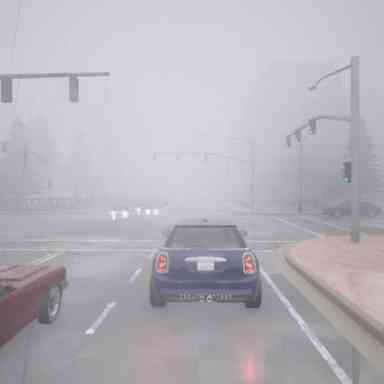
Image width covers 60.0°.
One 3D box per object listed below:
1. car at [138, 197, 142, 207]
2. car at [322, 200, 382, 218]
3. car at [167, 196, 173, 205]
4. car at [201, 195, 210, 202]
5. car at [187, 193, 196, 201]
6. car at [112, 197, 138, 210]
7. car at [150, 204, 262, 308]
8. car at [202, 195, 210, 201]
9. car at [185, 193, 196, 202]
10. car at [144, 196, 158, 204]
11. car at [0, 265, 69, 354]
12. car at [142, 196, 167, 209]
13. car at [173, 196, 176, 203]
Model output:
[{"bbox_3d":[-8.347,1.482,51.835,2.128,1.511,4.902,0,0,2],"label":"car"},{"bbox_3d":[14.115,1.499,29.515,4.892,1.490,1.837,0,0,4],"label":"car"},{"bbox_3d":[-4.715,1.468,55.156,1.882,1.535,5.008,0,0,2],"label":"car"},{"bbox_3d":[3.076,1.536,73.619,1.994,1.385,4.181,0,0,2],"label":"car"},{"bbox_3d":[-0.092,1.208,82.486,2.150,2.045,5.566,0,0,2],"label":"car"},{"bbox_3d":[-8.705,1.593,42.530,1.895,1.301,4.718,0,0,2],"label":"car"},{"bbox_3d":[0.305,1.351,8.090,2.097,1.767,4.553,0,0,2],"label":"car"},{"bbox_3d":[3.404,1.460,82.324,1.882,1.535,5.008,0,0,2],"label":"car"},{"bbox_3d":[-0.459,1.507,72.755,1.812,1.442,4.674,0,0,2],"label":"car"},{"bbox_3d":[-7.845,1.494,63.968,1.837,1.490,4.892,0,0,3],"label":"car"},{"bbox_3d":[-3.307,1.600,4.216,1.895,1.301,4.718,0,0,2],"label":"car"},{"bbox_3d":[-5.078,1.483,45.797,2.128,1.511,4.902,0,0,2],"label":"car"},{"bbox_3d":[-4.227,1.466,66.495,1.882,1.535,5.008,0,0,3],"label":"car"}]
